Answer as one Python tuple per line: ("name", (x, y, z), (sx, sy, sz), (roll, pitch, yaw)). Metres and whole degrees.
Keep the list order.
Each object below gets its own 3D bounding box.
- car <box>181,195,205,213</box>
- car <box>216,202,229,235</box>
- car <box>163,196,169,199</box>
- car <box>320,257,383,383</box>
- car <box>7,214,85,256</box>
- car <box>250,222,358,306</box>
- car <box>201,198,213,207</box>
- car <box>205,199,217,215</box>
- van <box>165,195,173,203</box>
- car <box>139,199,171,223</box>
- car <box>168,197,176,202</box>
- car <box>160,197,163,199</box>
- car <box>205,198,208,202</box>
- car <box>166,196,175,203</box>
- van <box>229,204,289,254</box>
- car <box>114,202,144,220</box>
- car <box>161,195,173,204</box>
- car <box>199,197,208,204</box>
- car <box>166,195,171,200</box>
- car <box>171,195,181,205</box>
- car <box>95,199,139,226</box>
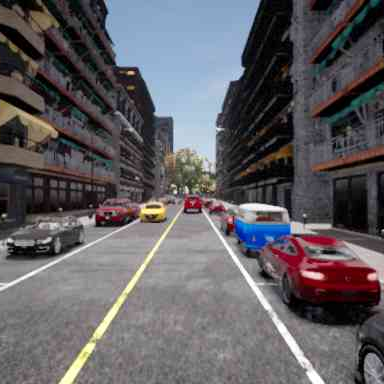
("car", (0.095, 1.435, 40.380), (2.150, 2.045, 5.566), (0, 0, 0))
("car", (2.703, 1.542, 19.196), (1.967, 1.590, 4.097), (1, 0, 0))
("car", (-5.652, 1.857, 59.006), (1.887, 1.381, 4.507), (1, 0, 0))
("car", (2.704, 1.563, 2.106), (2.008, 1.369, 4.403), (1, 0, 0))
("car", (-5.679, 1.622, 13.435), (2.008, 1.369, 4.403), (1, 0, 0))
("car", (2.702, 1.624, 7.802), (1.802, 1.307, 4.206), (1, 0, 0))
("car", (2.695, 1.858, 59.069), (1.887, 1.381, 4.507), (1, 0, 0))
("car", (2.698, 1.774, 36.283), (1.802, 1.307, 4.206), (1, 0, 0))
("van", (-5.651, 1.775, 81.792), (1.690, 1.788, 3.998), (1, 0, 0))
("car", (-3.101, 1.623, 27.548), (1.882, 1.535, 5.008), (0, 0, 0))
("car", (-5.657, 2.046, 93.184), (2.008, 1.369, 4.403), (1, 0, 0))
("car", (-5.656, 1.776, 47.443), (1.752, 1.417, 4.829), (1, 0, 0))
("car", (2.696, 1.827, 53.372), (1.887, 1.381, 4.507), (1, 0, 0))
("car", (-5.653, 1.905, 87.488), (1.967, 1.590, 4.097), (1, 0, 0))
("van", (2.706, 1.413, 13.500), (1.690, 1.788, 3.998), (1, 0, 0))
("car", (-5.681, 1.706, 30.525), (1.887, 1.381, 4.507), (1, 0, 0))
("car", (-5.650, 1.719, 76.096), (2.192, 1.841, 5.009), (1, 0, 0))
("car", (2.693, 1.949, 76.157), (1.887, 1.381, 4.507), (1, 0, 0))
("car", (-5.653, 1.894, 64.702), (2.008, 1.369, 4.403), (1, 0, 0))
("car", (-3.013, 1.901, 67.833), (2.128, 1.511, 4.902), (0, 0, 0))
("car", (-5.676, 1.446, 24.829), (2.192, 1.841, 5.009), (1, 0, 0))
